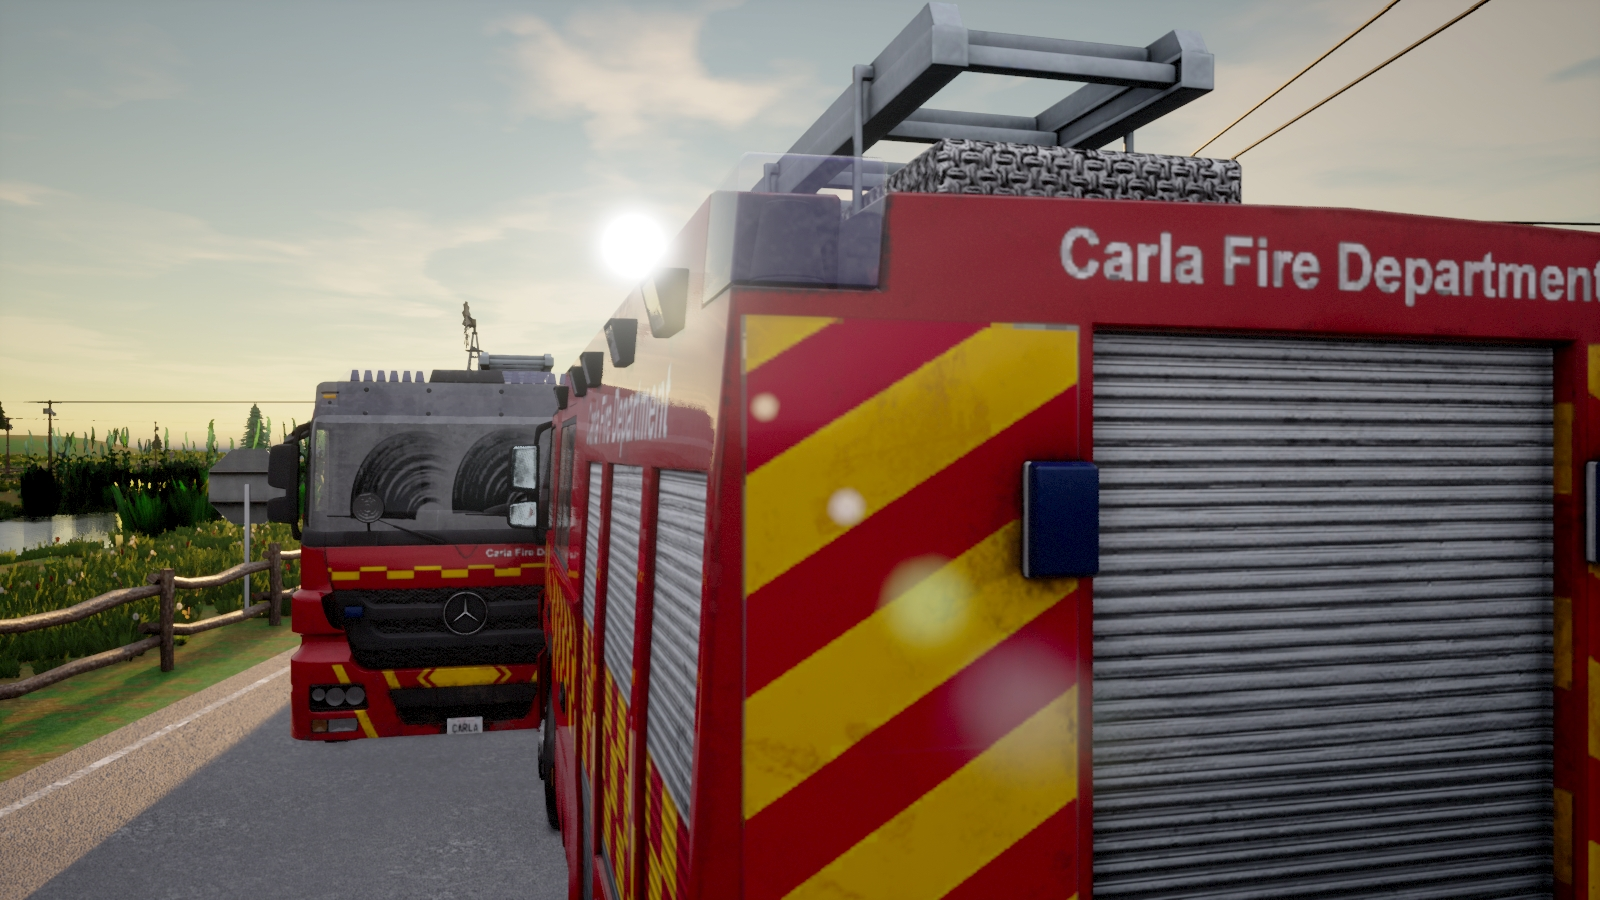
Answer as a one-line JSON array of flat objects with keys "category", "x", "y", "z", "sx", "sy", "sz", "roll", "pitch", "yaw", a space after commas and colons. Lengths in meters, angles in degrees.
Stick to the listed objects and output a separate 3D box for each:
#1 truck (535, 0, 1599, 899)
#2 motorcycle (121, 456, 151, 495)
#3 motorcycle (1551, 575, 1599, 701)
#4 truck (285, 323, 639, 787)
[{"category": "truck", "x": 0.019, "y": 0.867, "z": 6.871, "sx": 2.891, "sy": 3.827, "sz": 8.468, "roll": 0, "pitch": 0, "yaw": -15}, {"category": "motorcycle", "x": -41.331, "y": 1.577, "z": 71.182, "sx": 0.803, "sy": 2.348, "sz": 2.033, "roll": 0, "pitch": 0, "yaw": -4}, {"category": "motorcycle", "x": 9.787, "y": 2.142, "z": 13.127, "sx": 1.805, "sy": 1.316, "sz": 0.856, "roll": 0, "pitch": 0, "yaw": -7}, {"category": "truck", "x": -3.910, "y": 0.862, "z": 13.877, "sx": 2.891, "sy": 3.827, "sz": 8.468, "roll": 0, "pitch": 0, "yaw": -15}]
